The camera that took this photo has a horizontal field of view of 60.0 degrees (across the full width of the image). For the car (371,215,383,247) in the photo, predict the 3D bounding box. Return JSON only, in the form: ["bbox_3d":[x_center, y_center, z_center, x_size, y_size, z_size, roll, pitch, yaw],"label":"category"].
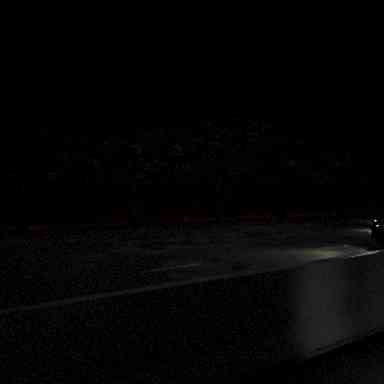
[{"bbox_3d":[9.828,1.202,13.460,5.566,2.045,2.150,0,0,-26],"label":"car"}]
